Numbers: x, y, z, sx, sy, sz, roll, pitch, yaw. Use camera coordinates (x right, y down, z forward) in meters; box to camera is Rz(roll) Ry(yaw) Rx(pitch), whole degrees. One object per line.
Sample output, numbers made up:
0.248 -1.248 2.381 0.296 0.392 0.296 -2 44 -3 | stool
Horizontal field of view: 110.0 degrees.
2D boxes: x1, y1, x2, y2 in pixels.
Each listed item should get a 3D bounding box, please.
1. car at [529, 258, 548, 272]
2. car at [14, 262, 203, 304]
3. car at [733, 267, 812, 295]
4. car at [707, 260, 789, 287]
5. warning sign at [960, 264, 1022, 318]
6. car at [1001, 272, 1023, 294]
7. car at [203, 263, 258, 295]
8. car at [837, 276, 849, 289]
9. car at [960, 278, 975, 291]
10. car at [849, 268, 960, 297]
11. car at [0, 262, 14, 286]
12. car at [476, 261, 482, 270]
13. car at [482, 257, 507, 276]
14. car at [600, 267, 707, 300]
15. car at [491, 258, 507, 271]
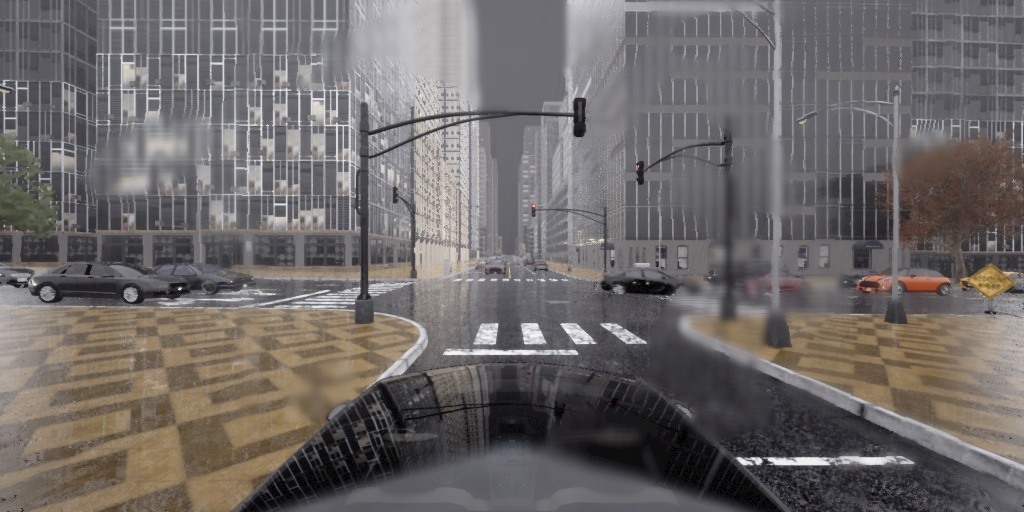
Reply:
3.663 1.329 46.623 1.948 1.339 4.313 0 0 -1 | car
-15.427 0.998 13.945 4.892 1.490 1.837 1 0 -3 | car
16.087 1.631 22.304 4.181 1.385 1.994 1 0 -3 | car
16.900 1.303 25.601 5.566 2.045 2.150 1 0 -3 | car
17.213 1.204 12.901 1.060 1.860 1.300 0 0 -3 | warning sign
33.779 1.948 23.221 4.181 1.385 1.994 1 0 -2 | car
-15.440 1.040 17.233 5.357 1.411 2.033 1 0 0 | car
26.289 1.813 26.095 4.181 1.385 1.994 1 0 -3 | car
36.318 1.906 26.608 5.008 1.535 1.882 1 0 -3 | car
24.781 1.574 22.757 4.553 1.767 2.097 1 0 -3 | car
-25.374 0.802 16.683 4.902 1.511 2.128 1 0 -3 | car
-4.322 1.342 52.068 1.802 1.307 4.207 0 0 -1 | car
-1.716 1.118 38.218 2.097 1.767 4.553 0 0 -1 | car
7.263 1.384 19.095 5.008 1.535 1.882 1 1 21 | car
-1.839 1.113 50.755 2.097 1.767 4.553 0 0 -1 | car
